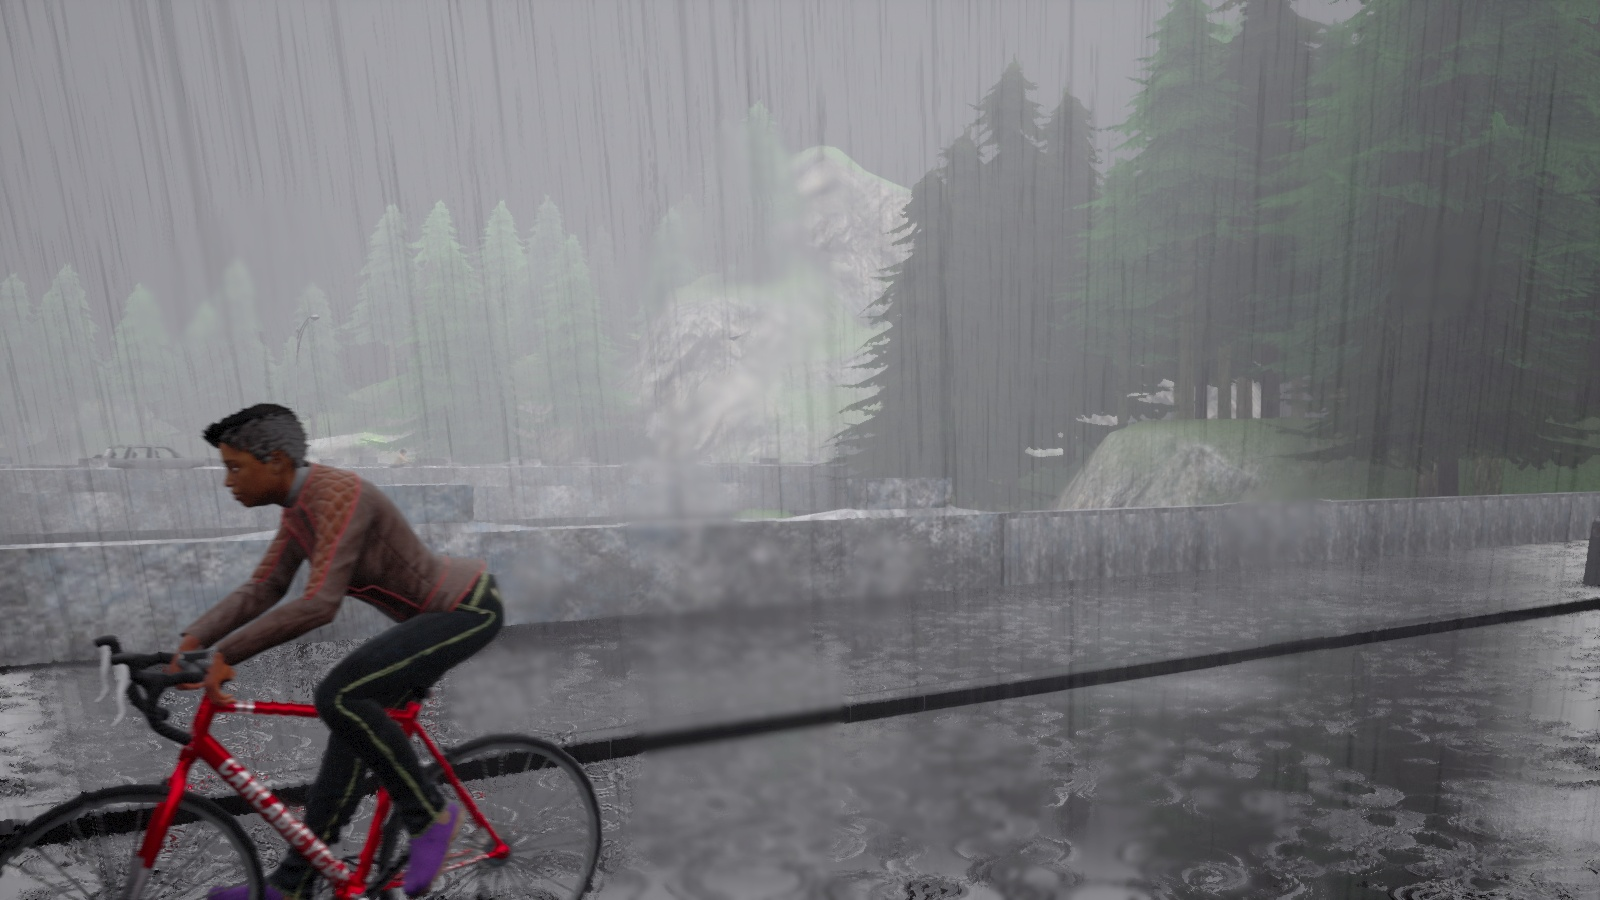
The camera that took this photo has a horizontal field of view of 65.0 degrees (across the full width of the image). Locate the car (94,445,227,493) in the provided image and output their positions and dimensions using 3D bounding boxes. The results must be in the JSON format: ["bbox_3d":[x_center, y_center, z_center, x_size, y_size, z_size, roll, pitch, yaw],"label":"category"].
[{"bbox_3d":[-26.104,0.743,51.306,4.605,1.855,1.932,0,0,-35],"label":"car"}]

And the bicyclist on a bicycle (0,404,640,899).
[{"bbox_3d":[-1.305,0.709,3.347,1.656,1.620,0.582,0,0,-35],"label":"bicyclist on a bicycle"}]
